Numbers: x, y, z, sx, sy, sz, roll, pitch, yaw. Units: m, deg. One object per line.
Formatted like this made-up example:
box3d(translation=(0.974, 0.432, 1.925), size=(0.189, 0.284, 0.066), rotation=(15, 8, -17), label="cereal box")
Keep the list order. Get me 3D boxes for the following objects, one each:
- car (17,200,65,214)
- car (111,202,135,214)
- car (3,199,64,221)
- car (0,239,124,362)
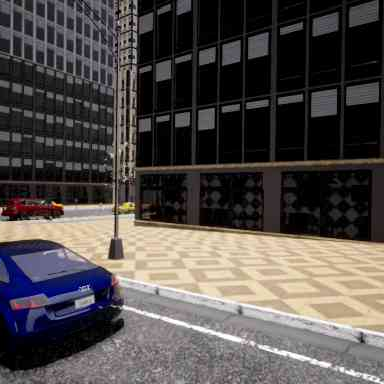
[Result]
box3d(translation=(-17.347, 1.643, 38.527), size=(1.752, 1.417, 4.829), rotation=(1, 0, 36), label="car")
box3d(translation=(-7.051, 1.830, 38.403), size=(1.752, 1.417, 4.829), rotation=(1, 0, 36), label="car")
box3d(translation=(-13.814, 1.520, 29.166), size=(2.192, 1.841, 5.009), rotation=(1, 0, 36), label="car")
box3d(translation=(-3.212, 1.561, 5.956), size=(4.181, 1.385, 1.994), rotation=(0, 0, 34), label="car")
